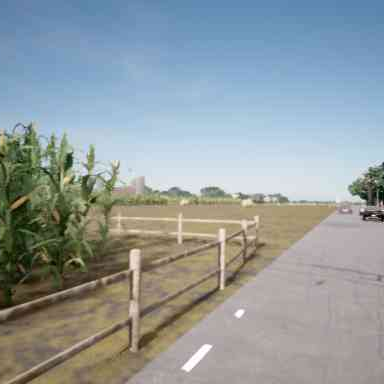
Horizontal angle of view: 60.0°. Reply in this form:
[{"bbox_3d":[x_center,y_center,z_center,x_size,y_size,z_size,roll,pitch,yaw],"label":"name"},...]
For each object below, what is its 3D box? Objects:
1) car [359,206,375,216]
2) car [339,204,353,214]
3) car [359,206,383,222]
[{"bbox_3d":[24.680,2.663,47.017,1.895,1.301,4.718,1,-1,25],"label":"car"},{"bbox_3d":[24.227,2.663,52.491,1.812,1.442,4.674,1,-1,25],"label":"car"},{"bbox_3d":[19.262,2.268,35.506,1.882,1.535,5.008,1,-1,26],"label":"car"}]
